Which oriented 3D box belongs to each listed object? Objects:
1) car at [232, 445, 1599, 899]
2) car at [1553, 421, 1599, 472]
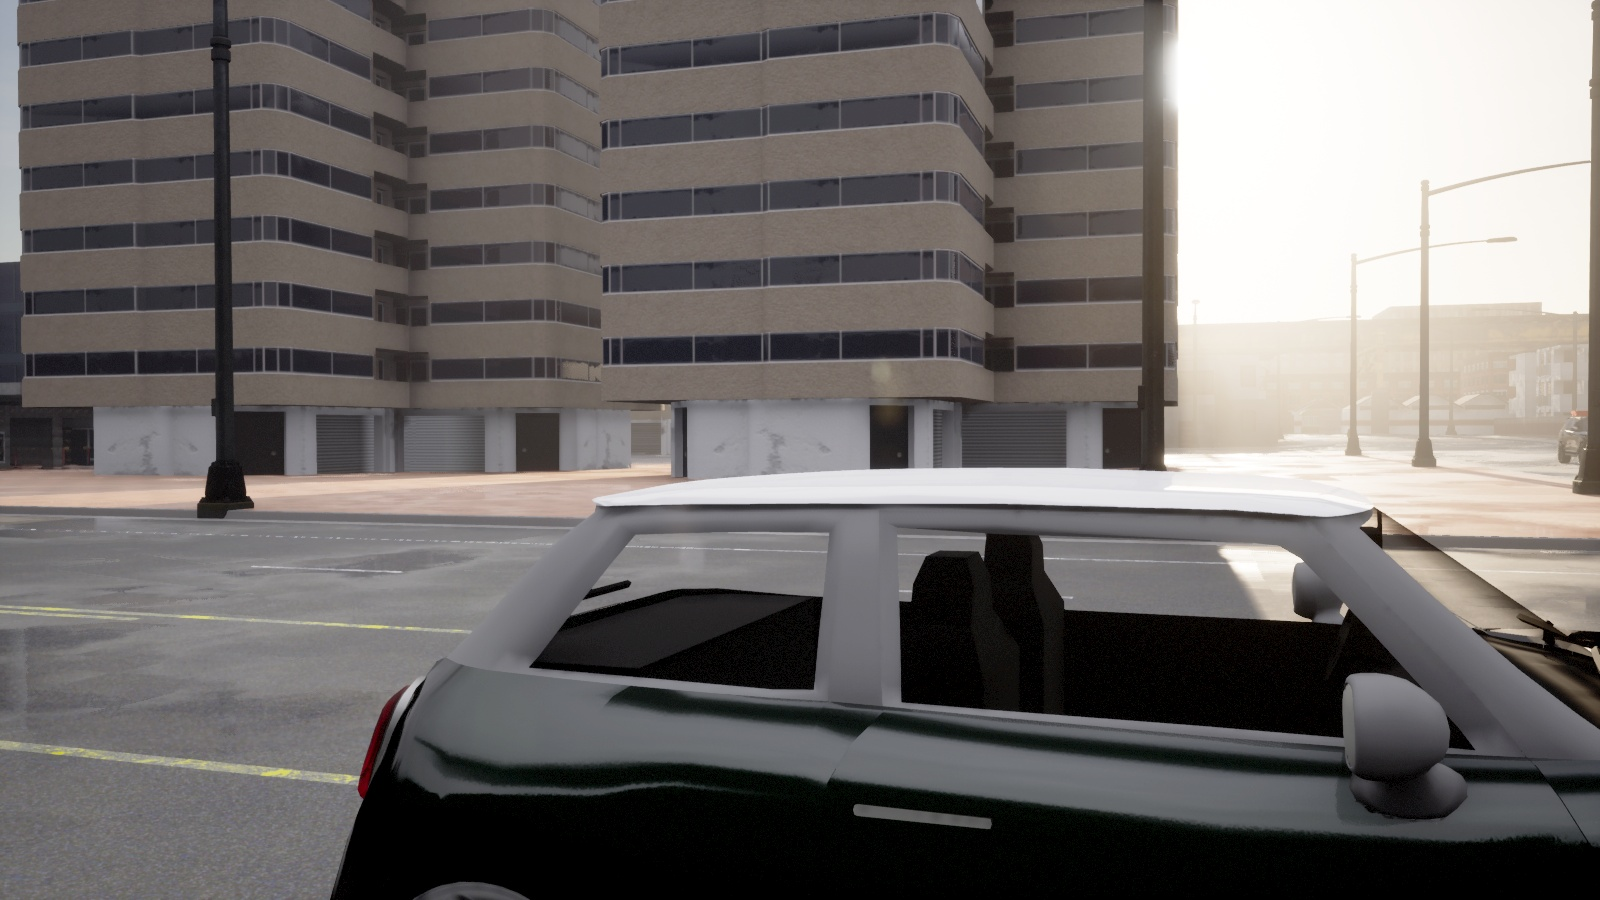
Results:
[{"bbox_3d":[0.941,0.749,2.925,3.806,1.475,1.970,1,1,19],"label":"car"},{"bbox_3d":[33.566,-0.173,52.715,2.150,2.045,5.566,1,1,18],"label":"car"}]
